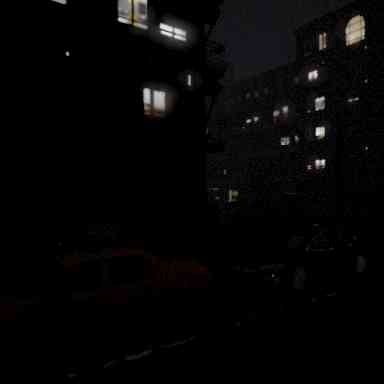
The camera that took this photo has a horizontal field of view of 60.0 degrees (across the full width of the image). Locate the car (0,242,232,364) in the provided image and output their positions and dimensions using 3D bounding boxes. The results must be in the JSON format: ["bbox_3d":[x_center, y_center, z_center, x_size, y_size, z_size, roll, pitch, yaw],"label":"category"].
[{"bbox_3d":[-1.806,1.524,5.285,4.829,1.417,1.752,0,-1,-36],"label":"car"}]

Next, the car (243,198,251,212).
[{"bbox_3d":[5.776,1.432,39.051,1.967,1.590,4.097,-1,1,-36],"label":"car"}]

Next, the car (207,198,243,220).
[{"bbox_3d":[2.184,1.545,29.675,1.967,1.590,4.097,-1,1,-36],"label":"car"}]

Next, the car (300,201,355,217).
[{"bbox_3d":[12.122,1.489,30.191,1.752,1.417,4.829,-1,1,-36],"label":"car"}]

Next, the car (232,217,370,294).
[{"bbox_3d":[2.943,1.547,8.674,4.403,1.369,2.008,0,-1,-36],"label":"car"}]
